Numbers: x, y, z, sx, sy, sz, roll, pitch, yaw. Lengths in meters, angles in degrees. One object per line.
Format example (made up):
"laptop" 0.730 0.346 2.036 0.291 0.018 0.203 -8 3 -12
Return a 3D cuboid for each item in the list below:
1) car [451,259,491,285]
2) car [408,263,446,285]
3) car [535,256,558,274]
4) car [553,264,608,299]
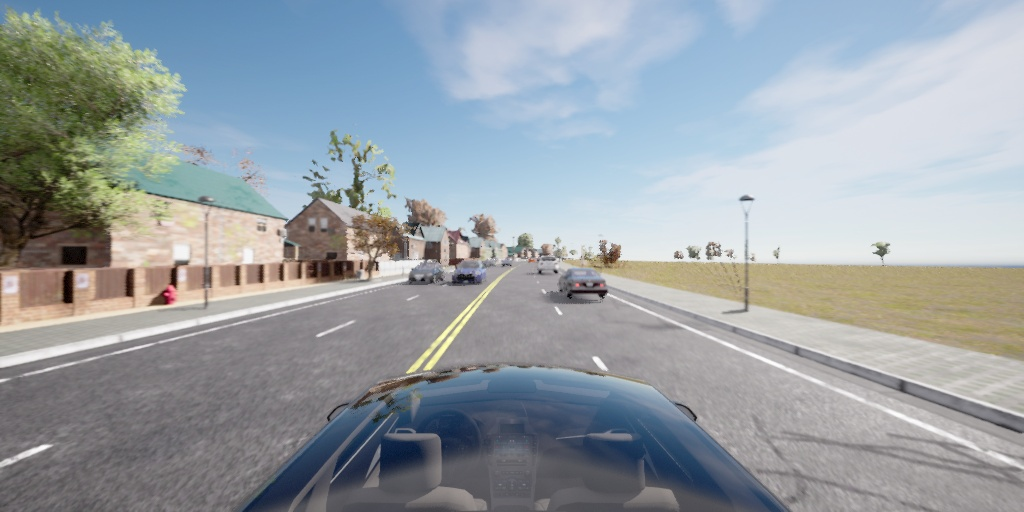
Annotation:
"car" -2.999 1.115 26.023 2.097 1.767 4.553 0 0 2
"car" -6.236 1.251 26.623 2.128 1.511 4.902 0 0 2
"car" 4.128 1.002 41.550 2.150 2.045 5.566 0 0 3
"car" 3.492 1.313 18.383 2.033 1.411 5.357 0 0 1
